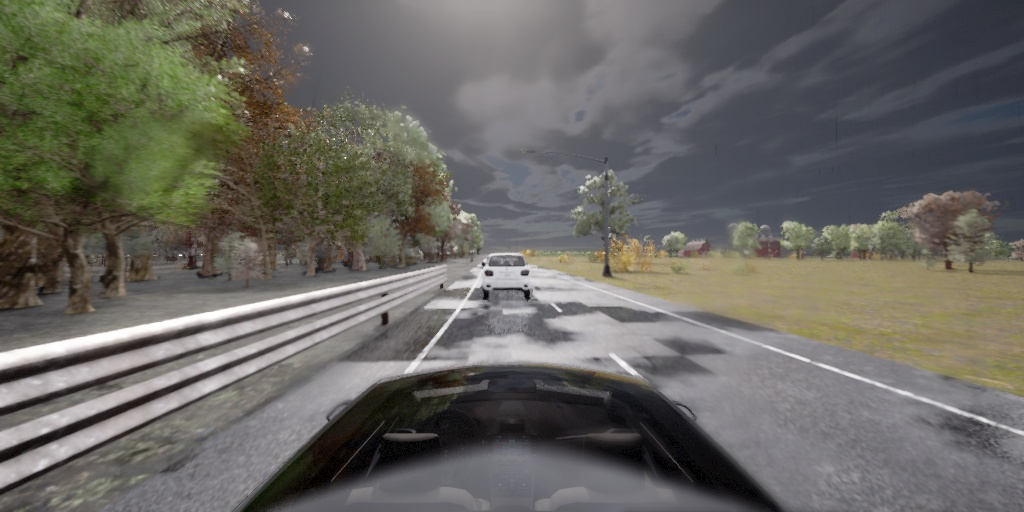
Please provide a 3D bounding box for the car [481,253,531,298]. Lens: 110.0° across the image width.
[{"bbox_3d":[-0.341,0.870,17.772,2.150,2.045,5.566,0,0,-3],"label":"car"}]
